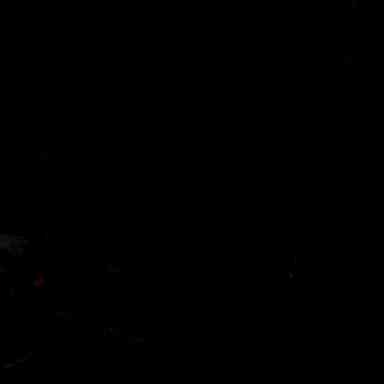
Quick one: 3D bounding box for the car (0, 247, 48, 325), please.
[{"bbox_3d":[-4.351,1.615,6.183,4.206,1.307,1.802,0,0,36],"label":"car"}]
